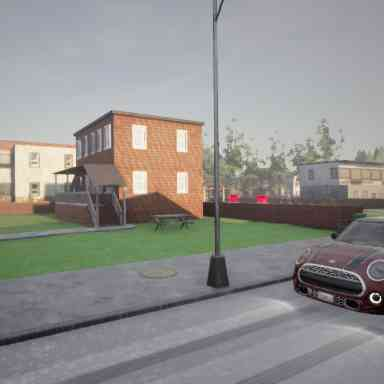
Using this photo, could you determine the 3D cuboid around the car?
[{"bbox_3d":[4.363,1.351,7.437,4.553,1.767,2.097,0,0,-33],"label":"car"}]
